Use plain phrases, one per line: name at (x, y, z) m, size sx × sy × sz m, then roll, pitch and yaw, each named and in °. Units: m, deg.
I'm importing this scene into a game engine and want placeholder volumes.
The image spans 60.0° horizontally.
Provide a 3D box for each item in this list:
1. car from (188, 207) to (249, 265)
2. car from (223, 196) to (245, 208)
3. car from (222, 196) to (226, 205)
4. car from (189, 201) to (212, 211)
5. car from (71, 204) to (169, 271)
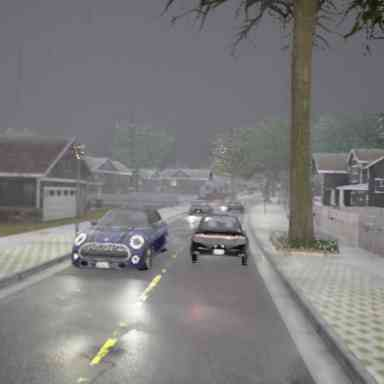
car at (1.026, 1.549, 12.119) m, size 2.128 × 1.511 × 4.902 m, roll 2°, pitch 0°, yaw 5°
car at (5.467, 1.657, 40.891) m, size 2.128 × 1.511 × 4.902 m, roll 2°, pitch 0°, yaw 12°
car at (6.363, 1.371, 57.025) m, size 2.128 × 1.511 × 4.902 m, roll 2°, pitch 1°, yaw 15°
car at (0.921, 1.632, 32.768) m, size 1.994 × 1.385 × 4.181 m, roll 2°, pitch 0°, yaw 10°
car at (-2.067, 1.306, 10.834) m, size 2.097 × 1.767 × 4.553 m, roll 2°, pitch 0°, yaw 6°
